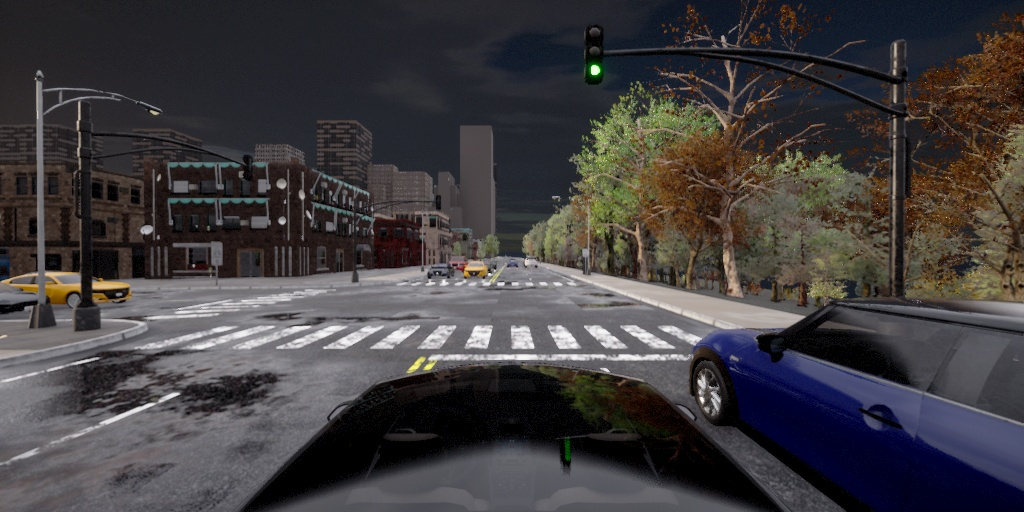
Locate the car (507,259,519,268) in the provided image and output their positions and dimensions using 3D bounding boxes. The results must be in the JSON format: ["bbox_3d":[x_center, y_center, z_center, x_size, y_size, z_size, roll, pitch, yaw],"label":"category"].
[{"bbox_3d":[0.102,1.374,64.443,1.812,1.442,4.674,0,0,0],"label":"car"}]

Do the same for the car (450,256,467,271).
[{"bbox_3d":[-6.598,1.040,44.131,2.150,2.045,5.566,0,0,0],"label":"car"}]

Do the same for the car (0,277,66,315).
[{"bbox_3d":[-19.946,1.587,13.242,4.313,1.339,1.948,0,0,0],"label":"car"}]

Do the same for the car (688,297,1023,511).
[{"bbox_3d":[3.351,1.104,2.843,2.097,1.767,4.553,0,0,0],"label":"car"}]

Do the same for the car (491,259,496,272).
[{"bbox_3d":[-3.349,1.321,43.625,1.837,1.490,4.892,0,0,0],"label":"car"}]

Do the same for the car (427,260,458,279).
[{"bbox_3d":[-6.600,1.366,33.732,1.994,1.385,4.181,0,0,0],"label":"car"}]

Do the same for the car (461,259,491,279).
[{"bbox_3d":[-3.350,1.280,33.936,1.882,1.535,5.008,0,0,0],"label":"car"}]

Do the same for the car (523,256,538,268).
[{"bbox_3d":[3.355,1.069,63.594,2.150,2.045,5.566,0,0,0],"label":"car"}]

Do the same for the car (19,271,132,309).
[{"bbox_3d":[-20.009,1.477,15.939,5.008,1.535,1.882,-1,0,-1],"label":"car"}]
